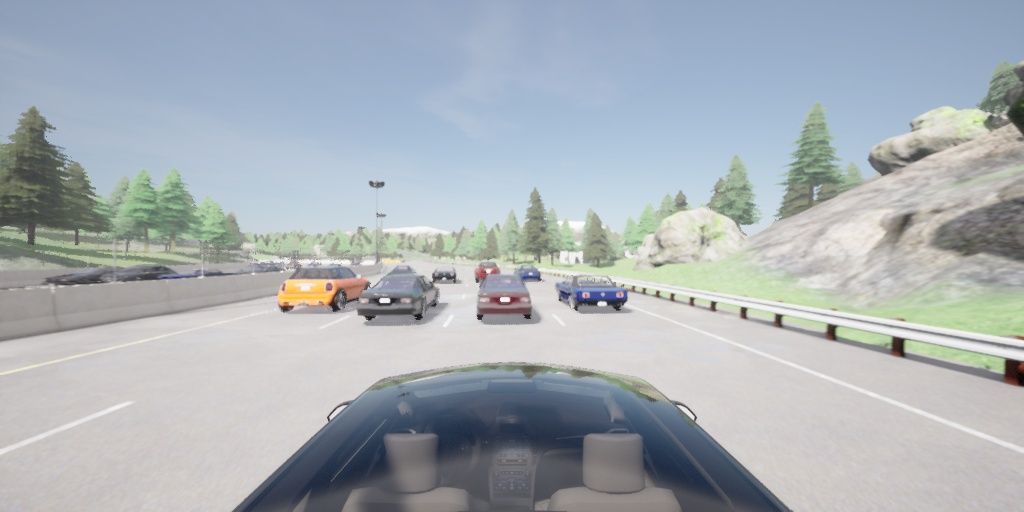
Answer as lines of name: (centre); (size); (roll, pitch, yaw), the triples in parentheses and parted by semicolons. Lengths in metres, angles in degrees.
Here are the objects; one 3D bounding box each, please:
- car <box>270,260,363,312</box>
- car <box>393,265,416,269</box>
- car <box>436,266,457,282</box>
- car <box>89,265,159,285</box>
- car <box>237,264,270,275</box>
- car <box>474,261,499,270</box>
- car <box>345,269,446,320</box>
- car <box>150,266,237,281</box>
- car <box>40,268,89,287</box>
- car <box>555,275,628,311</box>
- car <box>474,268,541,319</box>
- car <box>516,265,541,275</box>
car: (-7.482, 1.180, 14.879); (2.097, 1.767, 4.553); (0, 0, -4)
car: (-9.133, 1.474, 30.292); (1.994, 1.385, 4.181); (0, 0, -8)
car: (-5.569, 1.504, 30.097); (1.895, 1.301, 4.718); (0, 0, -8)
car: (-26.445, 1.419, 25.646); (1.837, 1.490, 4.892); (0, 0, -7)
car: (-19.725, 1.407, 28.096); (2.128, 1.511, 4.902); (0, 0, -7)
car: (-2.172, 1.253, 31.036); (2.097, 1.767, 4.553); (0, 0, -8)
car: (-3.845, 1.361, 12.961); (2.033, 1.411, 5.357); (0, 0, -3)
car: (-22.149, 1.505, 25.254); (1.895, 1.301, 4.718); (0, 0, -6)
car: (-29.011, 1.463, 25.348); (2.033, 1.411, 5.357); (0, 0, 3)
car: (3.047, 1.413, 14.846); (1.895, 1.301, 4.718); (0, 0, -4)
car: (-0.347, 1.356, 13.118); (2.033, 1.411, 5.357); (0, 0, -3)
car: (1.266, 1.465, 31.708); (1.994, 1.385, 4.181); (0, 0, -8)
